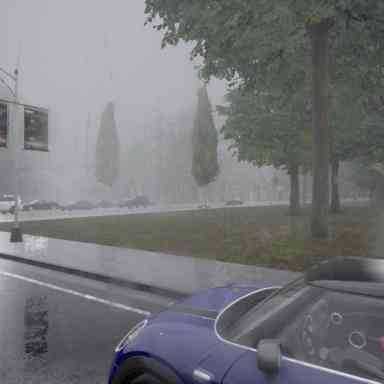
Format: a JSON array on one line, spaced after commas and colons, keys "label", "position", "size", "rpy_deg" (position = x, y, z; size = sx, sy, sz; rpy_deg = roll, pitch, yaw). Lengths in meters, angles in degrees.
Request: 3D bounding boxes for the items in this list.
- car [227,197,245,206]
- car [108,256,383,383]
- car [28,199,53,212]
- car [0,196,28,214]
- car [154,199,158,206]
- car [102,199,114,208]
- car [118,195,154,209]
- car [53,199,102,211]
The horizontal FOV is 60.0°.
[{"label": "car", "position": [8.762, 1.821, 66.506], "size": [2.097, 1.767, 4.553], "rpy_deg": [0, 0, 35]}, {"label": "car", "position": [1.416, 1.352, 2.679], "size": [4.553, 1.767, 2.097], "rpy_deg": [0, 0, 36]}, {"label": "car", "position": [-19.759, 1.695, 43.073], "size": [1.882, 1.535, 5.008], "rpy_deg": [0, 0, 35]}, {"label": "car", "position": [-21.065, 1.399, 35.546], "size": [2.150, 2.045, 5.566], "rpy_deg": [0, 0, 34]}, {"label": "car", "position": [-8.131, 1.836, 59.636], "size": [2.128, 1.511, 4.902], "rpy_deg": [0, 0, 36]}, {"label": "car", "position": [-14.077, 1.837, 51.192], "size": [1.994, 1.385, 4.181], "rpy_deg": [0, 0, 35]}, {"label": "car", "position": [-9.113, 1.515, 52.615], "size": [2.150, 2.045, 5.566], "rpy_deg": [0, 0, 36]}, {"label": "car", "position": [-15.102, 1.778, 44.062], "size": [2.033, 1.411, 5.357], "rpy_deg": [0, 0, 35]}]
